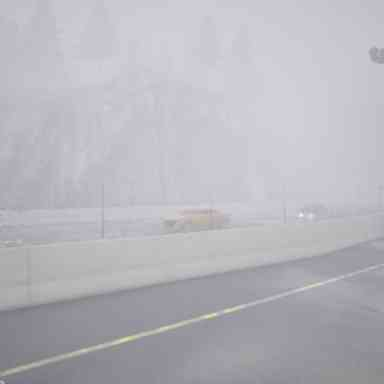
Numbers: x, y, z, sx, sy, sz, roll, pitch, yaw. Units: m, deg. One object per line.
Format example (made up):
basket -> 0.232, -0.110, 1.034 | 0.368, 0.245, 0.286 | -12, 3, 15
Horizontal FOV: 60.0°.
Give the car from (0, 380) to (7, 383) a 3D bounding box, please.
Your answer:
car -> -3.118, 1.642, 1.064 | 4.718, 1.301, 1.895 | 0, -1, -35
